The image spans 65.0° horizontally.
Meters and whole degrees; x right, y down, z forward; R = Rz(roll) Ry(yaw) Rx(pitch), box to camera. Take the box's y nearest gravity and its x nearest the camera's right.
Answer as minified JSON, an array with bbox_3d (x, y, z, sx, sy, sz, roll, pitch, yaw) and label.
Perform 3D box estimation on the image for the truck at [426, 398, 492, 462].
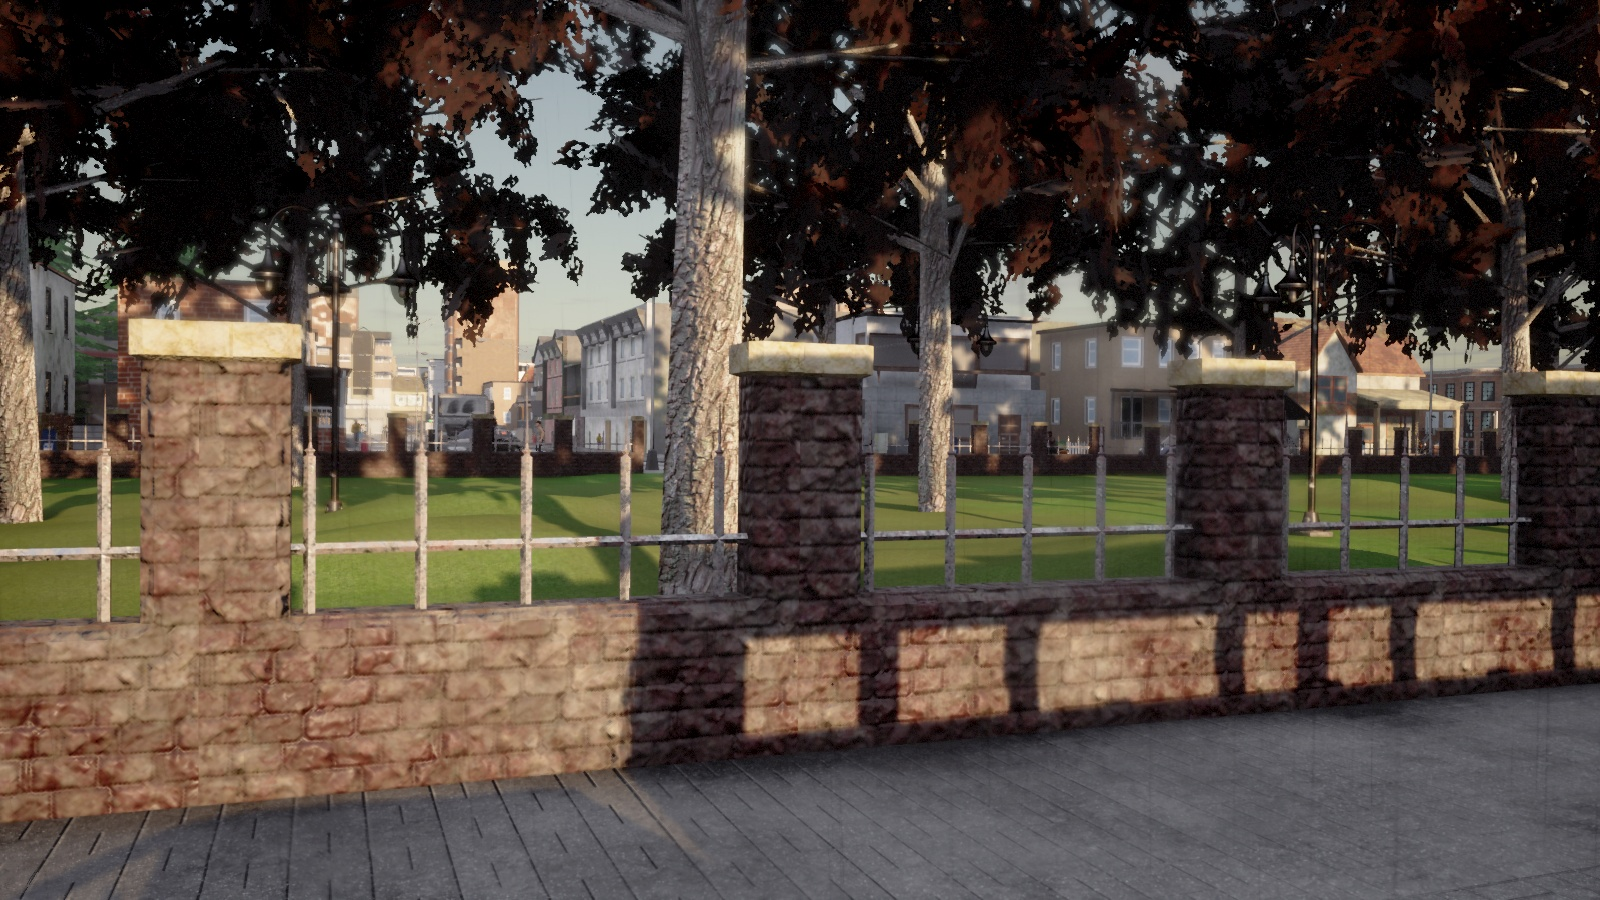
[{"bbox_3d":[-19.853,-1.153,72.756,2.891,3.462,7.936,-1,1,-21],"label":"truck"}]

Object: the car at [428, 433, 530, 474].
[{"bbox_3d":[-12.556,0.085,49.439,2.128,1.511,4.902,0,1,9],"label":"car"}]

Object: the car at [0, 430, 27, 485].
[{"bbox_3d":[-26.395,0.246,37.824,5.027,1.651,2.152,-1,1,-24],"label":"car"}]

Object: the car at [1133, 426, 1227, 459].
[{"bbox_3d":[17.850,-0.389,59.012,3.806,1.475,1.970,-1,1,-21],"label":"car"}]
